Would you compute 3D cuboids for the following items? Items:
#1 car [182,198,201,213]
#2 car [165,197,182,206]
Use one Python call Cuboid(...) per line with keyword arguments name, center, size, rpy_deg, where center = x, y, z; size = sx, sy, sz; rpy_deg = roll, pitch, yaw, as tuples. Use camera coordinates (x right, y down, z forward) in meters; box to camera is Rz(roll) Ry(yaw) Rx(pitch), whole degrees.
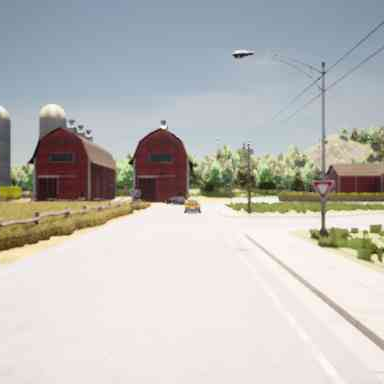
Cuboid(name="car", center=(0.078, 1.553, 38.935), size=(1.882, 1.535, 5.008), rpy_deg=(0, 0, 0))
Cuboid(name="car", center=(-2.939, 1.592, 58.515), size=(2.128, 1.511, 4.902), rpy_deg=(0, 0, -35))
